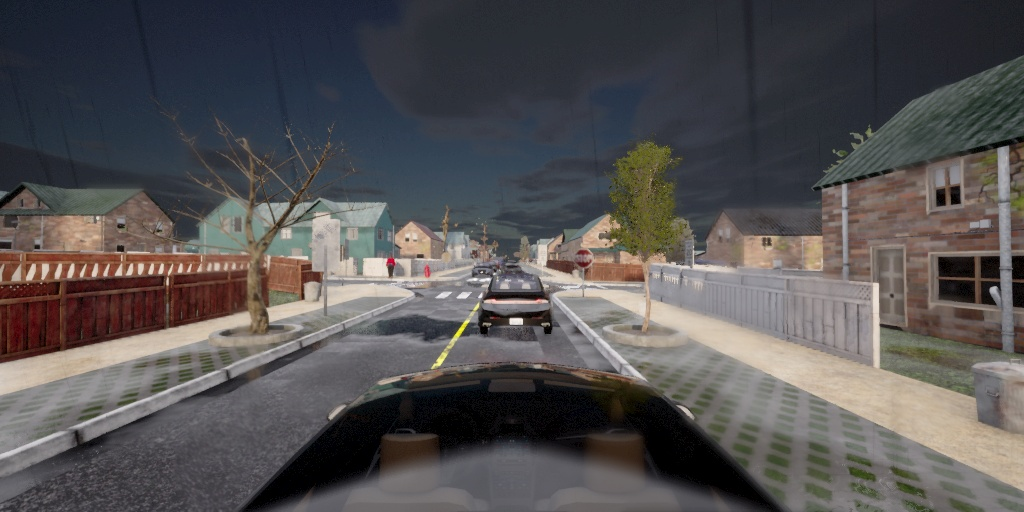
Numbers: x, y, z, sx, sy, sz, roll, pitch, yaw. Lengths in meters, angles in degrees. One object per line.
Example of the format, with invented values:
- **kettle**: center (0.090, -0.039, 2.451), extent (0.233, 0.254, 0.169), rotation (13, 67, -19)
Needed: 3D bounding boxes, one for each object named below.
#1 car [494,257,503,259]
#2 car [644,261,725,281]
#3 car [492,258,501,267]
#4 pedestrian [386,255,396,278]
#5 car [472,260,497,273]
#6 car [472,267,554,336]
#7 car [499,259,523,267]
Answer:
- **car**: center (-2.832, 1.332, 56.546), extent (1.882, 1.535, 5.008), rotation (0, 0, 0)
- **car**: center (12.445, 1.325, 25.567), extent (5.566, 2.045, 2.150), rotation (1, -1, 0)
- **car**: center (-2.836, 1.366, 46.135), extent (2.033, 1.411, 5.357), rotation (0, 0, 0)
- **pedestrian**: center (-9.624, 0.797, 28.490), extent (0.375, 1.860, 0.375), rotation (0, -2, 0)
- **car**: center (-2.856, 1.356, 35.752), extent (1.994, 1.385, 4.181), rotation (0, 0, -1)
- **car**: center (0.099, 1.247, 10.420), extent (2.128, 1.511, 4.902), rotation (0, 0, 0)
- **car**: center (-0.019, 1.286, 33.915), extent (1.837, 1.490, 4.892), rotation (-2, 0, -3)
